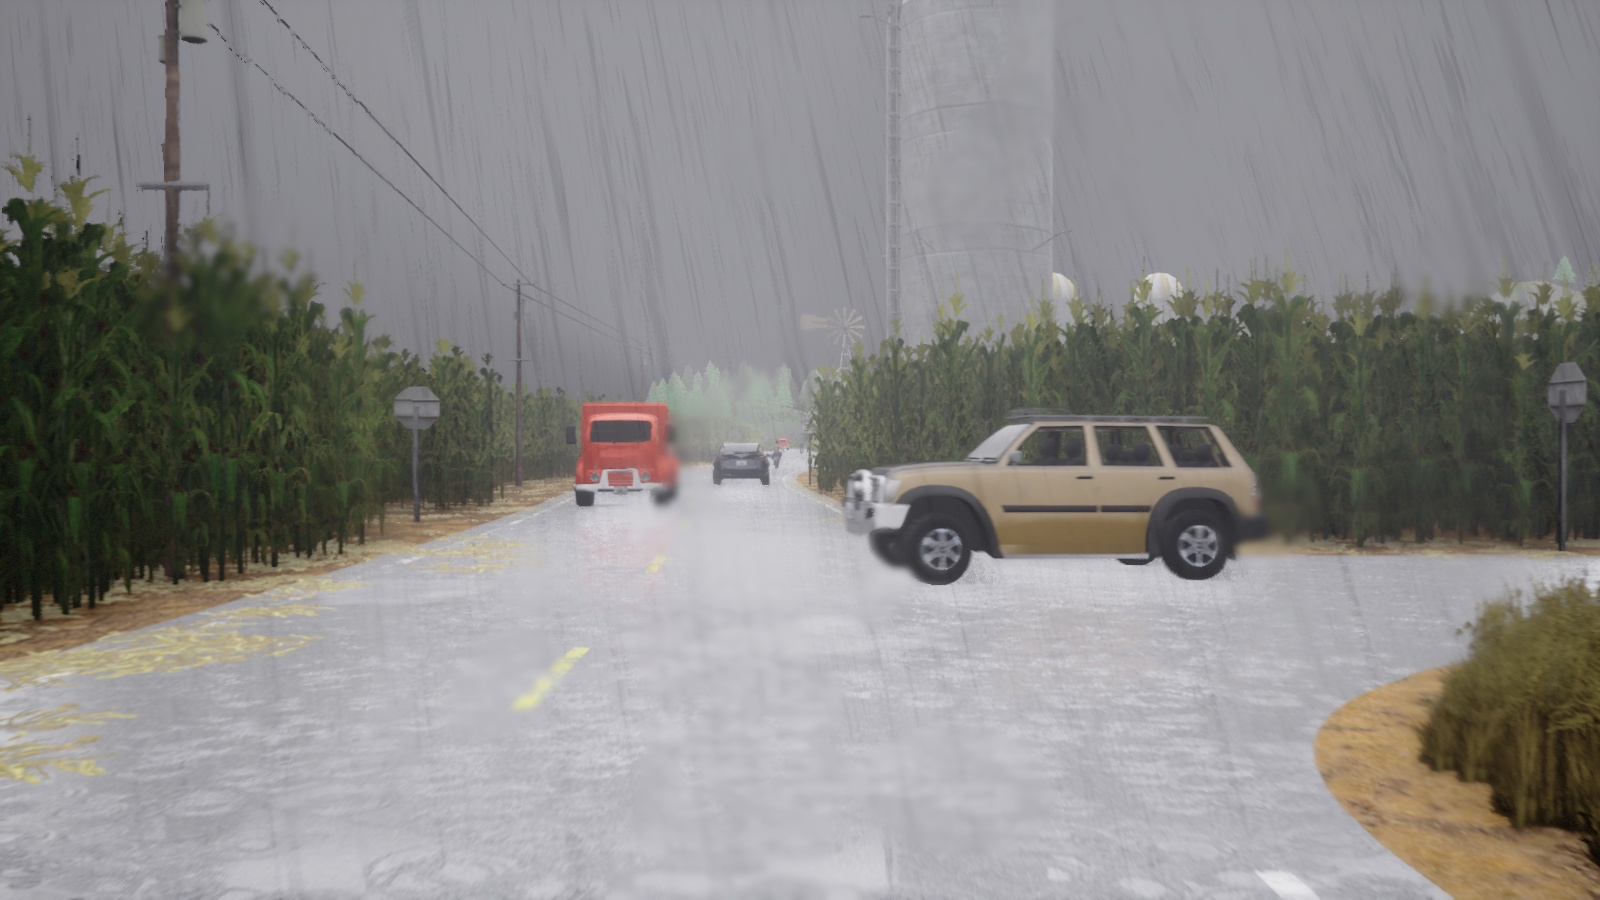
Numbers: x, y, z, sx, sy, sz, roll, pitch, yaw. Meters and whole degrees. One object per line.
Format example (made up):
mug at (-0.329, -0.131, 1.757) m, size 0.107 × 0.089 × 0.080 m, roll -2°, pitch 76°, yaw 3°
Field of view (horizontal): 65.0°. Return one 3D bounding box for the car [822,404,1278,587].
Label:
car at (2.678, 0.482, 14.018) m, size 4.605 × 1.855 × 1.932 m, roll 0°, pitch 0°, yaw -8°

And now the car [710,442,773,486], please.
car at (-2.128, 0.469, 45.708) m, size 2.163 × 1.488 × 4.792 m, roll 0°, pitch 0°, yaw -2°

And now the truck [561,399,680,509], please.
truck at (-4.281, 0.069, 30.849) m, size 2.627 × 2.467 × 5.204 m, roll 0°, pitch 0°, yaw -5°
